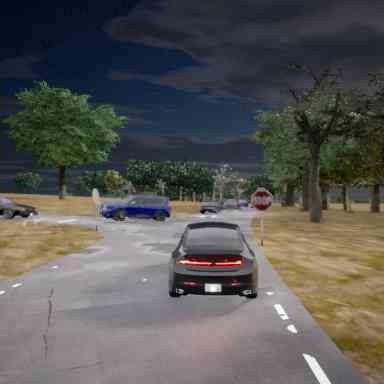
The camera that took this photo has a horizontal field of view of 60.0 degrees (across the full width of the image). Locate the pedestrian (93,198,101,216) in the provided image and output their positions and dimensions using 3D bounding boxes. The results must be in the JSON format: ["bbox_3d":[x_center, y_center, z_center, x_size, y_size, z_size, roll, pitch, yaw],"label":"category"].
[{"bbox_3d":[-8.095,1.099,28.436,0.375,1.860,0.375,0,-4,7],"label":"pedestrian"}]

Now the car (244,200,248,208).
[{"bbox_3d":[9.756,2.202,64.108,1.882,1.535,5.008,0,-1,15],"label":"car"}]

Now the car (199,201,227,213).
[{"bbox_3d":[2.281,1.827,37.943,2.033,1.411,5.357,0,-1,15],"label":"car"}]

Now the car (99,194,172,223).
[{"bbox_3d":[-4.211,1.224,25.519,5.566,2.045,2.150,5,2,-33],"label":"car"}]

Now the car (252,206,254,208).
[{"bbox_3d":[11.843,2.116,59.714,1.882,1.535,5.008,0,-1,15],"label":"car"}]

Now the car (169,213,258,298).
[{"bbox_3d":[0.529,1.510,8.513,1.837,1.490,4.892,0,0,3],"label":"car"}]

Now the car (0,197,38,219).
[{"bbox_3d":[-13.378,1.009,22.651,5.357,1.411,2.033,2,-1,8],"label":"car"}]

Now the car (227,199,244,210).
[{"bbox_3d":[6.215,1.853,51.426,2.097,1.767,4.553,0,-1,17],"label":"car"}]
